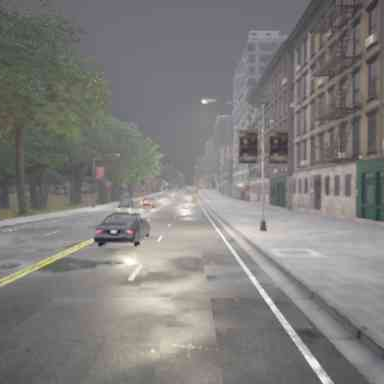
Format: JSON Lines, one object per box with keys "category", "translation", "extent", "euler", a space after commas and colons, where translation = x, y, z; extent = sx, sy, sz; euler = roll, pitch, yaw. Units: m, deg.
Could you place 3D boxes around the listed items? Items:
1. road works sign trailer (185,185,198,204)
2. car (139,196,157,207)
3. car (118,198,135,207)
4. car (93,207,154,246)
{"category": "road works sign trailer", "translation": [-0.010, 0.483, 64.722], "extent": [2.380, 3.560, 2.880], "euler": [0, 1, 0]}
{"category": "car", "translation": [-6.565, 1.526, 49.818], "extent": [2.097, 1.767, 4.553], "euler": [0, 0, 0]}
{"category": "car", "translation": [-9.813, 1.677, 50.012], "extent": [1.837, 1.490, 4.892], "euler": [0, 1, 0]}
{"category": "car", "translation": [-3.152, 1.668, 15.910], "extent": [2.033, 1.411, 5.357], "euler": [0, 0, 0]}
